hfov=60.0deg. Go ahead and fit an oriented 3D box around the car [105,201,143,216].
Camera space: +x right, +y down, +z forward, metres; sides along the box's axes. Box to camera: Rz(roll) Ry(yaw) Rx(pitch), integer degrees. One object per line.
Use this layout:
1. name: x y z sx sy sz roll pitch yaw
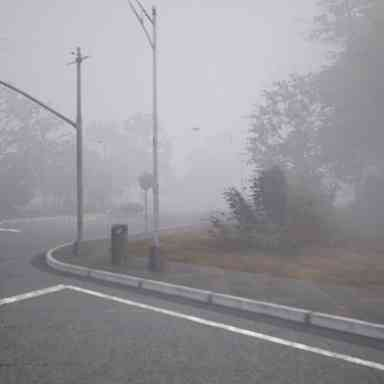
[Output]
1. car: -7.421 1.810 36.584 2.128 1.511 4.902 -1 0 32
